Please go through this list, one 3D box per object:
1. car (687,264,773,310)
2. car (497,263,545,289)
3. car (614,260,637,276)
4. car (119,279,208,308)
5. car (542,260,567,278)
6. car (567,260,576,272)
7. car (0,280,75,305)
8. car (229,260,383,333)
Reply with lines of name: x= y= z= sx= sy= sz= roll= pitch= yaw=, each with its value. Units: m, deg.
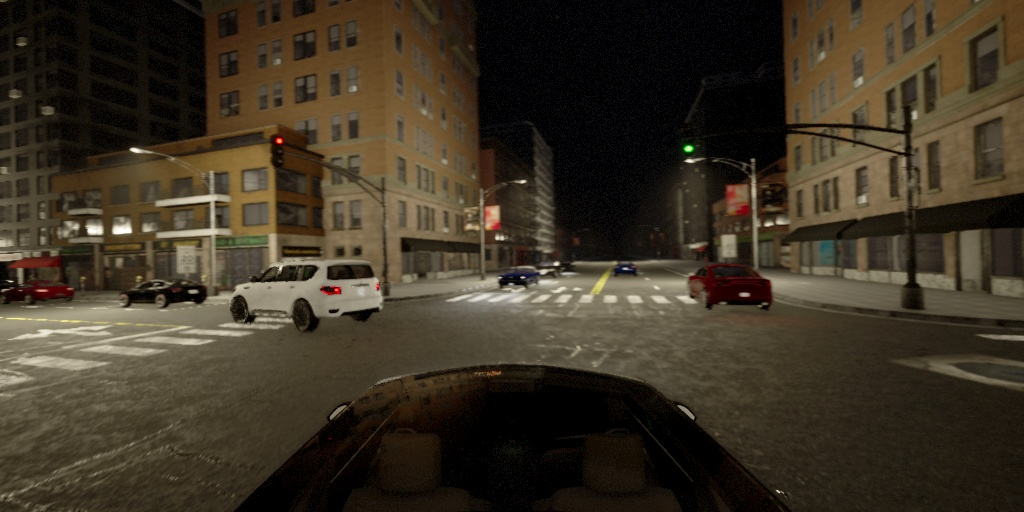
car: x=7.941 y=1.034 z=13.524 sx=1.882 sy=1.535 sz=5.008 roll=-2 pitch=0 yaw=17
car: x=0.569 y=1.363 z=23.540 sx=1.895 sy=1.301 sz=4.718 roll=-2 pitch=0 yaw=17
car: x=10.516 y=1.073 z=33.366 sx=1.994 sy=1.385 sz=4.181 roll=-2 pitch=0 yaw=17
car: x=-17.317 y=1.806 z=17.892 sx=4.313 sy=1.339 sz=1.948 roll=0 pitch=0 yaw=17
car: x=3.414 y=1.188 z=32.955 sx=2.128 sy=1.511 sz=4.902 roll=-2 pitch=0 yaw=17
car: x=6.354 y=1.192 z=42.474 sx=1.994 sy=1.385 sz=4.181 roll=-2 pitch=0 yaw=17
car: x=-27.853 y=2.101 z=21.119 sx=4.207 sy=1.307 sz=1.802 roll=0 pitch=0 yaw=17
car: x=-6.765 y=1.169 z=11.708 sx=5.566 sy=2.045 sz=2.150 roll=-2 pitch=-1 yaw=28
